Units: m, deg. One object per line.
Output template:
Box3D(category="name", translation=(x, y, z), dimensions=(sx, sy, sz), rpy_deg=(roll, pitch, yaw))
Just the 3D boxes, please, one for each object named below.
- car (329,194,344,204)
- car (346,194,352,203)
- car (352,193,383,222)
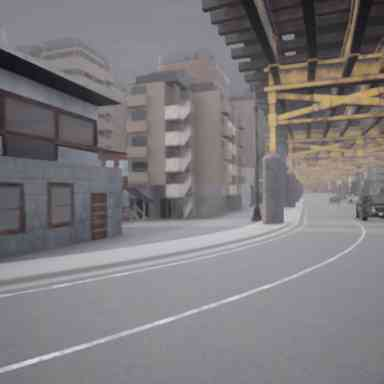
Box3D(category="car", translation=(27.812, 1.570, 64.812), dimensions=(1.837, 1.490, 4.892), rpy_deg=(-1, 0, 19))
Box3D(category="car", translation=(34.773, 1.261, 70.544), dimensions=(2.150, 2.045, 5.566), rpy_deg=(-1, 0, 19))
Box3D(category="car", translation=(14.564, 1.239, 26.658), dimensions=(2.150, 2.045, 5.566), rpy_deg=(-1, 0, 20))
